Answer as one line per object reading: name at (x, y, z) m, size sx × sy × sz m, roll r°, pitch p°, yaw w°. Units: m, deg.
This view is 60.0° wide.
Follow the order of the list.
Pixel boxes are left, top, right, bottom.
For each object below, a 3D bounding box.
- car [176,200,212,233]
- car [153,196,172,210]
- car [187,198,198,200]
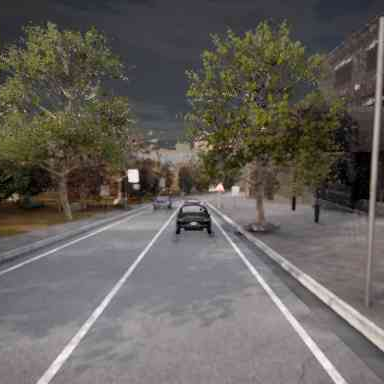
car at (0.089, 1.442, 19.271) m, size 1.882 × 1.535 × 5.008 m, roll 0°, pitch 0°, yaw 0°
car at (-3.611, 1.275, 41.613) m, size 2.097 × 1.767 × 4.553 m, roll 0°, pitch 0°, yaw 0°
car at (0.090, 1.456, 37.589) m, size 1.812 × 1.442 × 4.674 m, roll 0°, pitch 0°, yaw 0°
